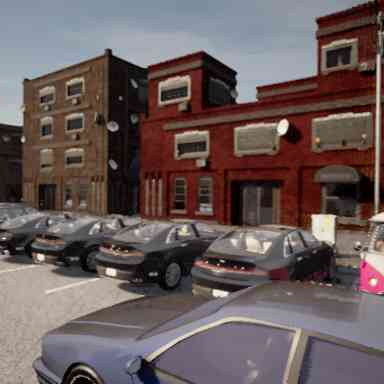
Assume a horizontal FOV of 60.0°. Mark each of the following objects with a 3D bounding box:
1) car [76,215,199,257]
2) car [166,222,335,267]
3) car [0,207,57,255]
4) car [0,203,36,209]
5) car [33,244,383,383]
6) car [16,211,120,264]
[{"bbox_3d":[-0.362,1.471,9.204,2.231,1.521,4.892,0,0,35],"label":"car"},{"bbox_3d":[1.882,1.475,7.603,2.231,1.521,4.892,0,0,35],"label":"car"},{"bbox_3d":[-4.851,1.466,12.406,2.231,1.521,4.892,0,0,35],"label":"car"},{"bbox_3d":[-7.110,1.338,13.986,2.185,1.767,4.553,0,0,35],"label":"car"},{"bbox_3d":[0.922,1.546,2.721,5.357,1.411,2.033,0,0,35],"label":"car"},{"bbox_3d":[-2.606,1.467,10.804,2.231,1.521,4.892,0,0,35],"label":"car"}]
